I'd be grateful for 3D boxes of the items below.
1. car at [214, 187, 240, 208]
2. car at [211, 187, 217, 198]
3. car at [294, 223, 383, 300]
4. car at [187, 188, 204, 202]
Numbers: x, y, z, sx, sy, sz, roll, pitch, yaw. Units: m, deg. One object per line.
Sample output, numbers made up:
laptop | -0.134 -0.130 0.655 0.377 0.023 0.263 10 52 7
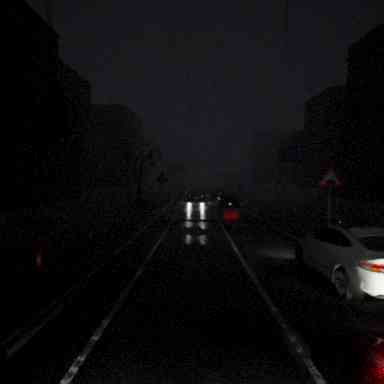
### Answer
car | 3.381 0.669 31.501 1.837 1.490 4.892 0 3 1
car | 3.491 -0.014 43.558 1.994 1.385 4.181 0 4 1
car | 3.974 1.489 8.153 1.812 1.442 4.674 0 1 1
car | 0.417 0.287 38.036 1.812 1.442 4.674 0 4 1
